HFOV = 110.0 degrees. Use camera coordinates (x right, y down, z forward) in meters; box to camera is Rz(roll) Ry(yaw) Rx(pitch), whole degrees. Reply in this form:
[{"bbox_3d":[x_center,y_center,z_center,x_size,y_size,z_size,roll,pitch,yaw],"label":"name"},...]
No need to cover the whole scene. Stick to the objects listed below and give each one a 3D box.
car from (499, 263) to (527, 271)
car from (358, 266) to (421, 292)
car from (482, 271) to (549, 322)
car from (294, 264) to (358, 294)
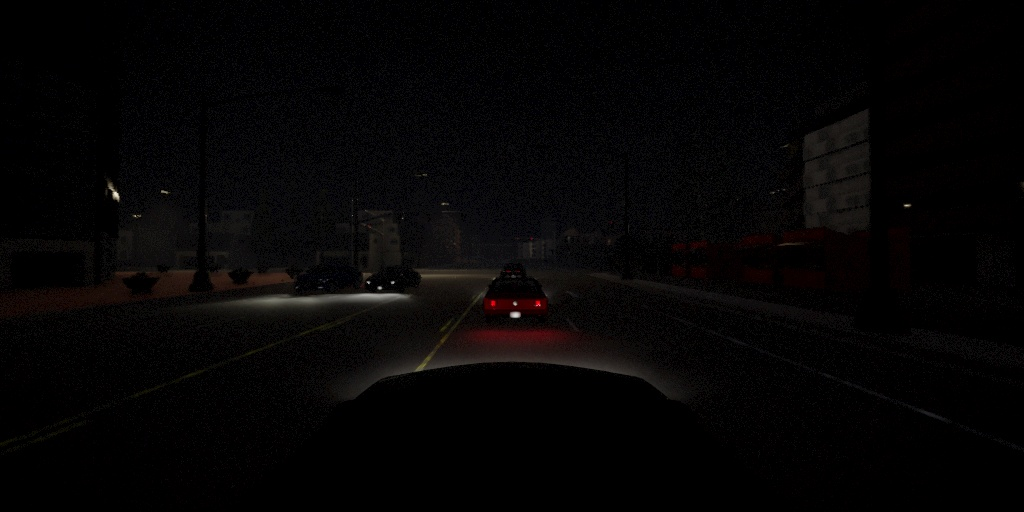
[{"bbox_3d":[0.094,1.292,27.936,1.837,1.490,4.892,0,0,0],"label":"car"},{"bbox_3d":[-7.013,1.319,21.708,2.033,1.411,5.357,0,0,0],"label":"car"},{"bbox_3d":[0.099,1.362,12.257,1.895,1.301,4.718,0,0,0],"label":"car"},{"bbox_3d":[-10.522,1.248,20.881,1.882,1.535,5.008,0,0,0],"label":"car"}]
